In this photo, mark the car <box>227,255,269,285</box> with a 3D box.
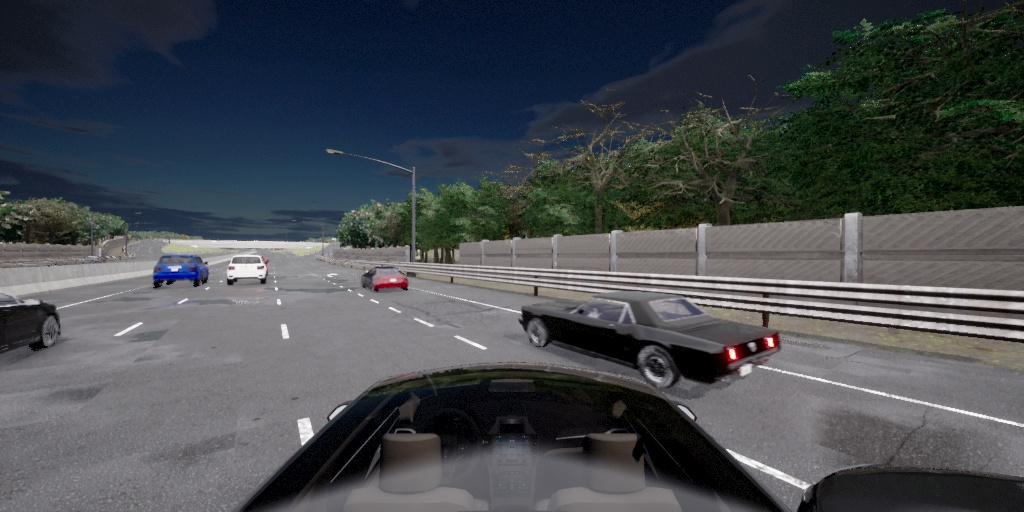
[{"bbox_3d":[-19.275,0.957,26.216,2.150,2.045,5.566,0,0,-34],"label":"car"}]

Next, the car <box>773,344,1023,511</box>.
[{"bbox_3d":[2.985,1.315,0.468,4.181,1.385,1.994,0,0,34],"label":"car"}]

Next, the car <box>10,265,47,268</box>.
[{"bbox_3d":[-37.170,1.322,27.420,1.895,1.301,4.718,0,0,-34],"label":"car"}]

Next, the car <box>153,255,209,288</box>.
[{"bbox_3d":[-21.983,0.952,23.971,2.150,2.045,5.566,0,-1,-34],"label":"car"}]

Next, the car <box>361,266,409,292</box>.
[{"bbox_3d":[-7.752,1.309,21.623,1.994,1.385,4.181,0,0,-34],"label":"car"}]

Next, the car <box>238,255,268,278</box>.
[{"bbox_3d":[-25.267,0.946,35.172,2.150,2.045,5.566,0,0,-34],"label":"car"}]

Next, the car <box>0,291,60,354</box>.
[{"bbox_3d":[-9.874,1.239,6.008,2.128,1.511,4.902,0,0,-34],"label":"car"}]

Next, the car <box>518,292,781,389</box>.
[{"bbox_3d":[2.136,1.350,7.007,1.895,1.301,4.718,0,0,-34],"label":"car"}]
